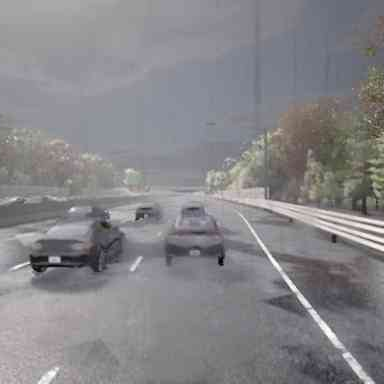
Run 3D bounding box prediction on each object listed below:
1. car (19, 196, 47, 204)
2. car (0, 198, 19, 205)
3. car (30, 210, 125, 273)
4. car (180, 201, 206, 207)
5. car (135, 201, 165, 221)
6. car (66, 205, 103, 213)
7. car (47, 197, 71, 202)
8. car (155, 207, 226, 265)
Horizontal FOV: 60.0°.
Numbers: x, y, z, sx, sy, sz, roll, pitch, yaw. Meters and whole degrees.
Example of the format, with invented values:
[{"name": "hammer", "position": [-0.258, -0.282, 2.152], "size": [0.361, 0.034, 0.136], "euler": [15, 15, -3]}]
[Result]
[{"name": "car", "position": [-21.047, 1.382, 45.477], "size": [2.097, 1.767, 4.553], "euler": [0, 0, 0]}, {"name": "car", "position": [-24.544, 1.524, 45.878], "size": [2.128, 1.511, 4.902], "euler": [0, 0, 0]}, {"name": "car", "position": [-3.410, 1.528, 10.604], "size": [1.812, 1.442, 4.674], "euler": [0, 0, 0]}, {"name": "car", "position": [0.103, 1.515, 27.115], "size": [1.837, 1.490, 4.892], "euler": [0, 0, 0]}, {"name": "car", "position": [-3.398, 1.515, 27.097], "size": [1.837, 1.490, 4.892], "euler": [0, 0, 0]}, {"name": "car", "position": [-6.921, 1.555, 22.015], "size": [2.033, 1.411, 5.357], "euler": [0, 0, 0]}, {"name": "car", "position": [-17.551, 1.556, 45.391], "size": [1.812, 1.442, 4.674], "euler": [0, 0, 0]}, {"name": "car", "position": [0.093, 1.494, 11.732], "size": [2.128, 1.511, 4.902], "euler": [0, 0, 0]}]
